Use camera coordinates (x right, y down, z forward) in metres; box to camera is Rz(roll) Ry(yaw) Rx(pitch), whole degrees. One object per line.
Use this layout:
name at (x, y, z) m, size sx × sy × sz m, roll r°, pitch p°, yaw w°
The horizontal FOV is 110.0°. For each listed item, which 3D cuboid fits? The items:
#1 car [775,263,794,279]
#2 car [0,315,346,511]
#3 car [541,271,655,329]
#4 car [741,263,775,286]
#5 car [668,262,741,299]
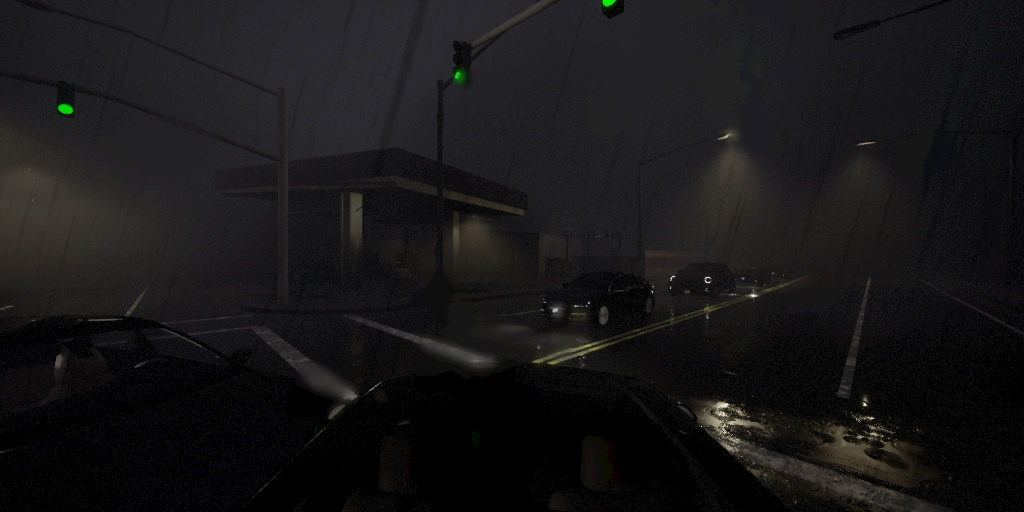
car at (23.916, 1.314, 32.280) m, size 4.181 × 1.385 × 1.994 m, roll 0°, pitch 0°, yaw -44°
car at (-3.410, 1.242, 2.566) m, size 4.902 × 1.511 × 2.128 m, roll 0°, pitch 0°, yaw 15°
car at (2.930, 1.255, 11.557) m, size 1.837 × 1.490 × 4.892 m, roll 0°, pitch 0°, yaw 45°
car at (16.753, 1.314, 25.256) m, size 1.994 × 1.385 × 4.181 m, roll 0°, pitch 0°, yaw 44°
car at (9.797, 1.102, 18.374) m, size 4.553 × 1.767 × 2.097 m, roll 0°, pitch 0°, yaw -45°
